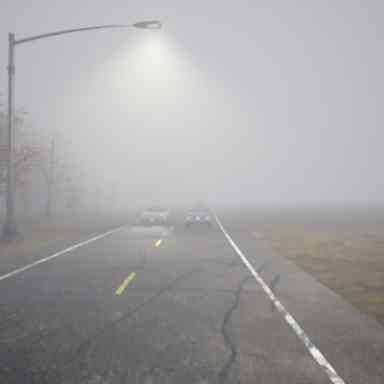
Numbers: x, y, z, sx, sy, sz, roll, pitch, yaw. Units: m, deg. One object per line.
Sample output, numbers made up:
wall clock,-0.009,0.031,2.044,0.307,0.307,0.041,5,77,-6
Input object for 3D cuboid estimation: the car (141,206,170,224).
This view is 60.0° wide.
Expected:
car,-3.011,1.891,27.743,1.895,1.301,4.718,0,-1,2

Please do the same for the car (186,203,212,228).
car,0.493,1.806,24.644,2.033,1.411,5.357,0,-1,2
